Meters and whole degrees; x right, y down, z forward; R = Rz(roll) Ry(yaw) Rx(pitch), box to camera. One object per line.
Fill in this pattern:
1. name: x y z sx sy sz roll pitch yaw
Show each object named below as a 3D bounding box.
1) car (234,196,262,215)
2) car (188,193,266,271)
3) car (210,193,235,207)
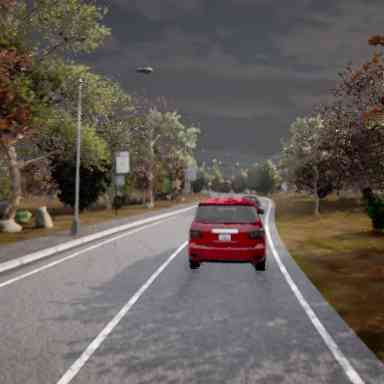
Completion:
1. car: 5.032 1.109 29.303 2.033 1.411 5.357 -1 1 14
2. car: 1.230 1.174 11.084 2.150 2.045 5.566 0 1 8
3. car: 3.655 0.899 39.160 2.128 1.511 4.902 -1 1 14
